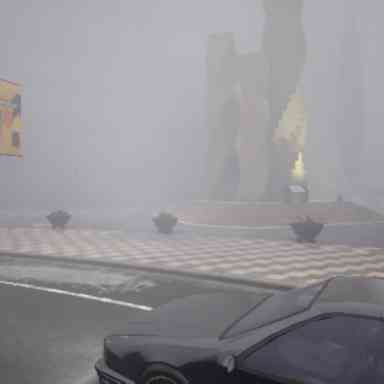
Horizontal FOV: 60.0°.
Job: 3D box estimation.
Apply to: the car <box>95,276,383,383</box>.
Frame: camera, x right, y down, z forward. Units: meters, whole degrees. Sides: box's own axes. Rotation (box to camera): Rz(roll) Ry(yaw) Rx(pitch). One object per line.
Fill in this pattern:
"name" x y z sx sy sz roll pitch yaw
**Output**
"car" 1.639 1.523 2.785 5.357 1.411 2.033 0 0 33
